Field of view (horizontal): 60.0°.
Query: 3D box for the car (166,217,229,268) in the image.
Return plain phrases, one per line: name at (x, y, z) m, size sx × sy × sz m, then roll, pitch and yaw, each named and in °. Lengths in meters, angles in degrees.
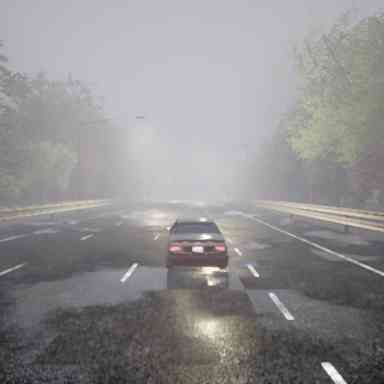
car at (0.111, 1.558, 11.262) m, size 2.033 × 1.411 × 5.357 m, roll 0°, pitch 0°, yaw -1°
